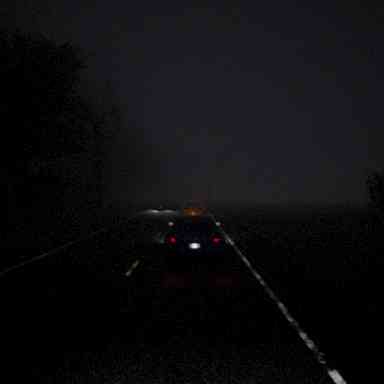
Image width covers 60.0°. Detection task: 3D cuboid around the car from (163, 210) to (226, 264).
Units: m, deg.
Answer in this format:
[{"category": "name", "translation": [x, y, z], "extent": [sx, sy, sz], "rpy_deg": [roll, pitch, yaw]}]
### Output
[{"category": "car", "translation": [0.084, 1.552, 11.776], "extent": [1.994, 1.385, 4.181], "rpy_deg": [0, 0, 0]}]

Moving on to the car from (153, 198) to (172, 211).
[{"category": "car", "translation": [-3.600, 1.475, 40.901], "extent": [1.812, 1.442, 4.674], "rpy_deg": [0, 0, 0]}]

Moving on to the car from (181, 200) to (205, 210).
[{"category": "car", "translation": [0.083, 1.446, 27.971], "extent": [1.882, 1.535, 5.008], "rpy_deg": [0, 0, 0]}]
